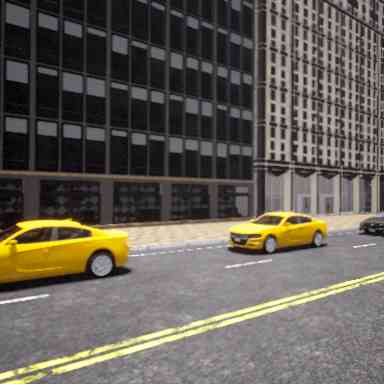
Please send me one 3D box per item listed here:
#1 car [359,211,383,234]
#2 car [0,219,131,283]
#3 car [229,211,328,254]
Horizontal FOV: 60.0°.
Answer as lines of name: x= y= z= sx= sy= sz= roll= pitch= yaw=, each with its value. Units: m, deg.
car: x=12.500 y=1.839 z=20.529 sx=5.357 sy=1.411 sz=2.033 roll=1 pitch=-1 yaw=-35
car: x=-4.086 y=1.500 z=8.756 sx=5.008 sy=1.535 sz=1.882 roll=1 pitch=-1 yaw=-35
car: x=3.809 y=1.625 z=14.380 sx=5.008 sy=1.535 sz=1.882 roll=1 pitch=-1 yaw=-35
